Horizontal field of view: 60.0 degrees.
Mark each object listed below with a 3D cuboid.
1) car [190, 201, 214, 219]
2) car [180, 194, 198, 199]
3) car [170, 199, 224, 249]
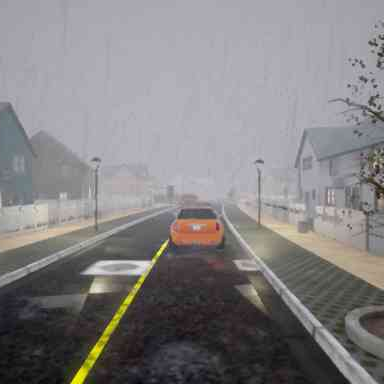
[{"bbox_3d":[0.977,1.568,29.512,1.994,1.385,4.181,0,0,4],"label":"car"},{"bbox_3d":[-0.340,1.318,46.646,2.150,2.045,5.566,0,0,6],"label":"car"},{"bbox_3d":[0.243,1.363,14.546,2.097,1.767,4.553,0,0,2],"label":"car"}]
